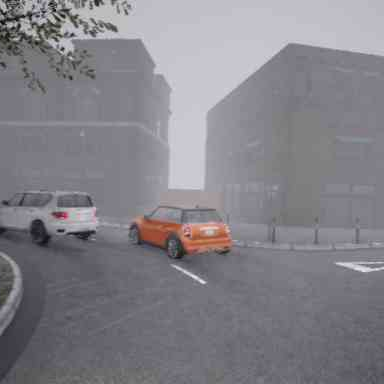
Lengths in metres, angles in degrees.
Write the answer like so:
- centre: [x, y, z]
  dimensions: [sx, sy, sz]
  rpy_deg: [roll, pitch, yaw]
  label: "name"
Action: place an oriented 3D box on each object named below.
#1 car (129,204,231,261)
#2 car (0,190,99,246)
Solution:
- centre: [-0.605, 1.249, 12.321]
  dimensions: [2.097, 1.767, 4.553]
  rpy_deg: [1, 1, -33]
  label: "car"
- centre: [-6.341, 0.934, 13.970]
  dimensions: [5.566, 2.045, 2.150]
  rpy_deg: [2, 0, 34]
  label: "car"
